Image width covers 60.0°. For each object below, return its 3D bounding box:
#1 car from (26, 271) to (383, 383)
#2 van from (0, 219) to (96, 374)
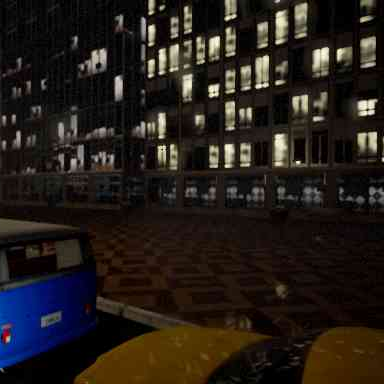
[{"bbox_3d":[1.123,1.525,2.066,4.829,1.417,1.752,0,0,35],"label":"car"},{"bbox_3d":[-3.237,1.327,5.175,3.998,1.788,1.690,0,0,35],"label":"van"}]
